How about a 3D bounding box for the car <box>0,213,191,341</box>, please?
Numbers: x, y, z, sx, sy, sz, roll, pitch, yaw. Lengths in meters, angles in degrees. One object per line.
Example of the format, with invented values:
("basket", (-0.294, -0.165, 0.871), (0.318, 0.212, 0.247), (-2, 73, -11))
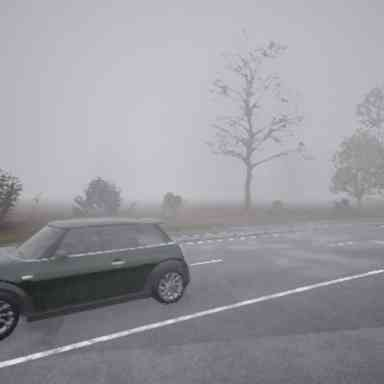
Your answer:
("car", (-2.323, 1.330, 6.479), (4.553, 1.767, 2.097), (0, 0, -34))
